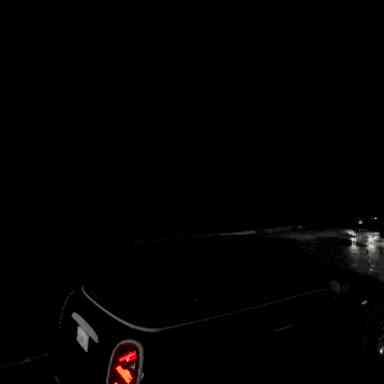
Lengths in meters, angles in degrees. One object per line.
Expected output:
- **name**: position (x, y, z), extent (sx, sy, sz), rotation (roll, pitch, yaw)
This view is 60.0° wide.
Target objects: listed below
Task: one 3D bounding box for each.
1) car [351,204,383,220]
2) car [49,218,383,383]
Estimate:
- **car**: position (12.010, 1.535, 21.185), extent (4.902, 1.511, 2.128), rotation (0, 0, -35)
- **car**: position (0.729, 1.359, 4.276), extent (4.553, 1.767, 2.097), rotation (0, 0, -36)
